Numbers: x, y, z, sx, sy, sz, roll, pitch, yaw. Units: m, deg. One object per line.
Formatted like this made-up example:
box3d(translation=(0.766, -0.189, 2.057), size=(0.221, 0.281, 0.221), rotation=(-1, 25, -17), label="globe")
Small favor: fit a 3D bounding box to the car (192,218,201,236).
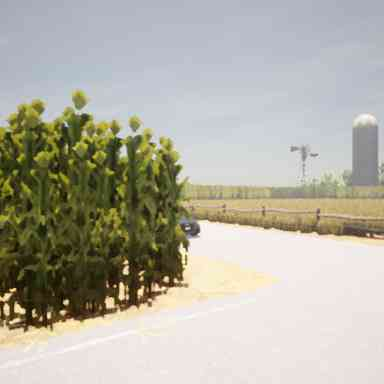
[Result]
box3d(translation=(-1.349, 1.560, 17.510), size=(1.994, 1.385, 4.181), rotation=(0, 0, -35), label="car")
